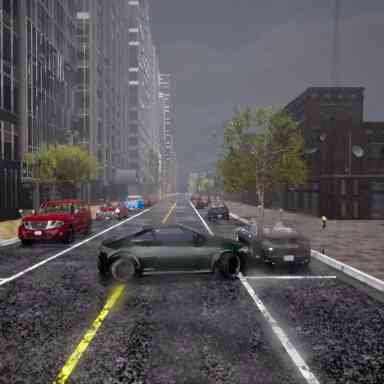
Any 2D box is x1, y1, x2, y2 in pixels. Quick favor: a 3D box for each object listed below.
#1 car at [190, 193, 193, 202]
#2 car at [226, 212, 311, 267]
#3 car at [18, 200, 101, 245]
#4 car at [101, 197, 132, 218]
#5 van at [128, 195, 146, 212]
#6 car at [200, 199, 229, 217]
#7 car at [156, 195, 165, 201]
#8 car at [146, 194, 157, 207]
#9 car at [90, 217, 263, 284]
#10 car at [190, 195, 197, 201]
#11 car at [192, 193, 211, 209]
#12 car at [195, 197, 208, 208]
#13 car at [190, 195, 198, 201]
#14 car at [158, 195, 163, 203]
[{"bbox_3d":[0.804,1.291,72.003,2.192,1.841,5.009,-1,0,-2],"label":"car"},{"bbox_3d":[2.548,1.548,11.148,2.008,1.369,4.403,-1,0,-2],"label":"car"},{"bbox_3d":[-6.192,1.310,15.734,2.192,1.841,5.009,-1,0,-2],"label":"car"},{"bbox_3d":[-6.393,1.432,26.802,1.967,1.590,4.097,-1,0,-2],"label":"car"},{"bbox_3d":[-6.695,1.329,38.595,1.690,1.788,3.998,-1,0,-2],"label":"van"},{"bbox_3d":[2.010,1.543,27.007,2.008,1.369,4.403,-1,0,-1],"label":"car"},{"bbox_3d":[-7.859,1.497,82.688,1.752,1.417,4.829,-1,0,-2],"label":"car"},{"bbox_3d":[-6.987,1.299,49.660,2.192,1.841,5.009,-1,0,-2],"label":"car"},{"bbox_3d":[-0.459,1.558,9.212,4.181,1.385,1.994,0,0,-10],"label":"car"},{"bbox_3d":[0.369,1.551,88.600,1.802,1.307,4.206,-1,0,-2],"label":"car"},{"bbox_3d":[1.536,1.301,44.340,2.192,1.841,5.009,-1,0,-2],"label":"car"},{"bbox_3d":[1.389,1.509,50.042,1.752,1.417,4.829,-1,0,-2],"label":"car"},{"bbox_3d":[0.515,1.537,83.068,1.947,1.339,4.313,-1,0,-2],"label":"car"},{"bbox_3d":[-7.424,1.522,66.260,1.887,1.381,4.507,-1,0,-2],"label":"car"}]
